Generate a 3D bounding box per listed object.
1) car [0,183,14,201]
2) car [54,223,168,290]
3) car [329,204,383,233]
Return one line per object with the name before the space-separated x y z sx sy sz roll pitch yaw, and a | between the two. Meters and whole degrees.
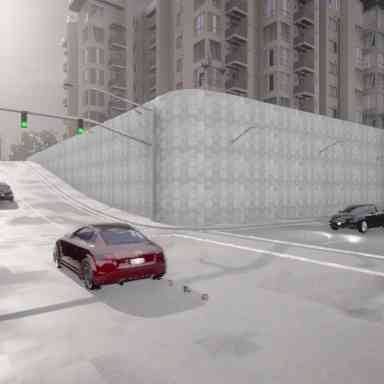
car | -17.532 -0.120 30.303 2.033 1.411 5.357 0 9 -36
car | -2.429 1.565 9.289 1.994 1.385 4.181 0 0 -36
car | 10.115 1.504 19.811 4.892 1.490 1.837 0 0 -36
